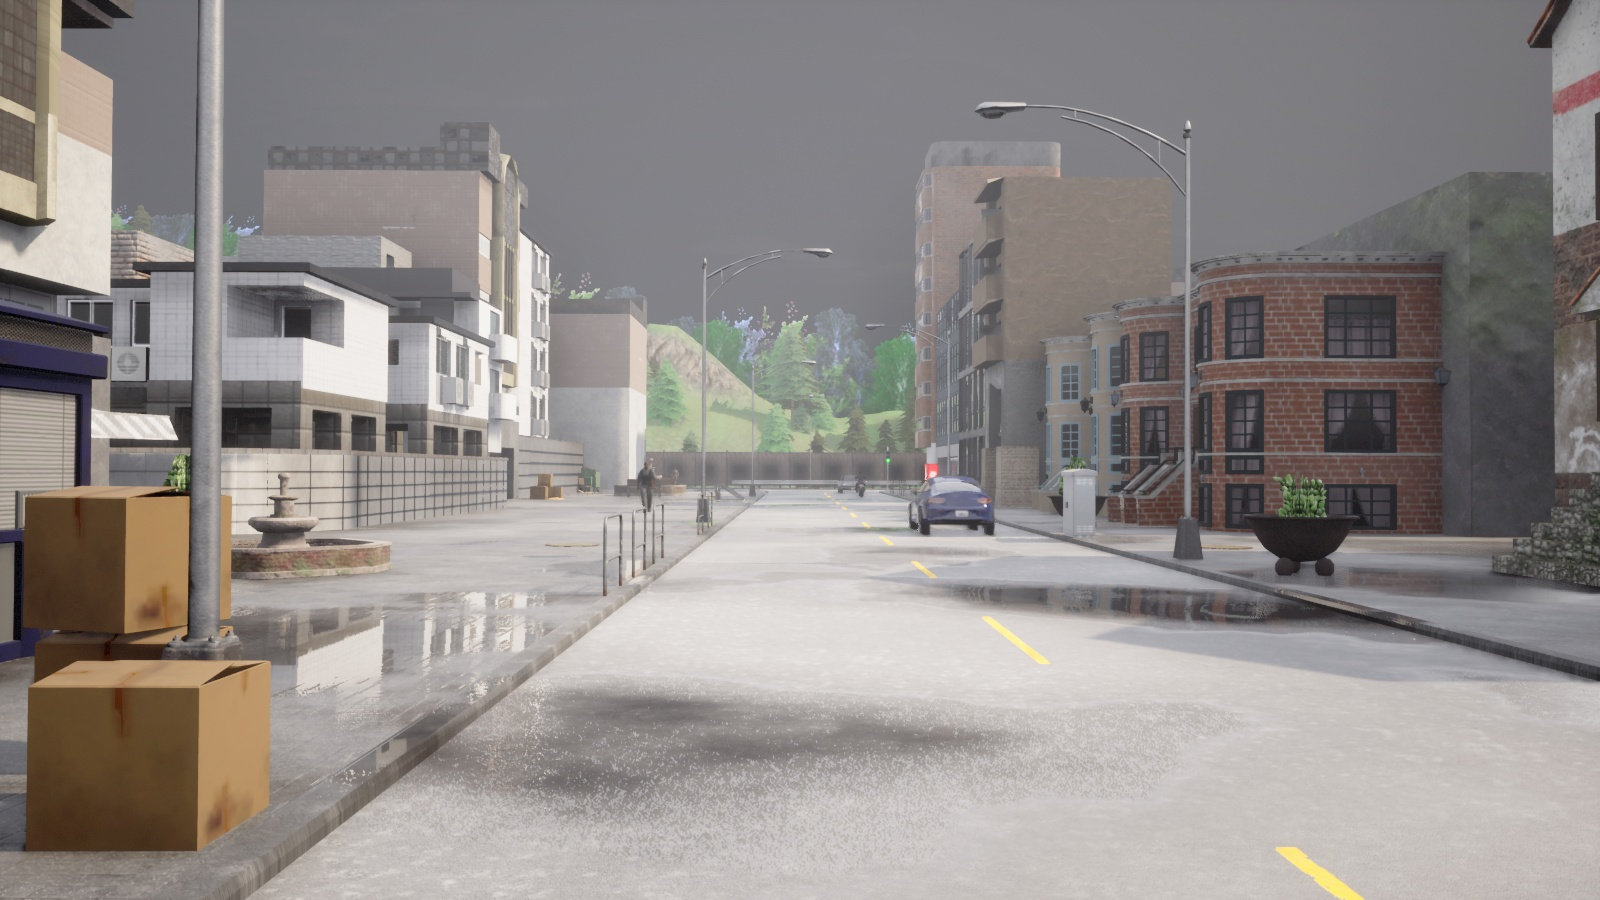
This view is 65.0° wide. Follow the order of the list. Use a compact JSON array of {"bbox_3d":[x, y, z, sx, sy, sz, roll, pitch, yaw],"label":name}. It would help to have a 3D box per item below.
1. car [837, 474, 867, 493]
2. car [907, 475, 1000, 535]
[{"bbox_3d":[3.700,2.401,89.600,1.895,1.301,4.718,0,-1,-1],"label":"car"},{"bbox_3d":[3.893,1.371,32.576,1.812,1.442,4.674,0,-1,0],"label":"car"}]
